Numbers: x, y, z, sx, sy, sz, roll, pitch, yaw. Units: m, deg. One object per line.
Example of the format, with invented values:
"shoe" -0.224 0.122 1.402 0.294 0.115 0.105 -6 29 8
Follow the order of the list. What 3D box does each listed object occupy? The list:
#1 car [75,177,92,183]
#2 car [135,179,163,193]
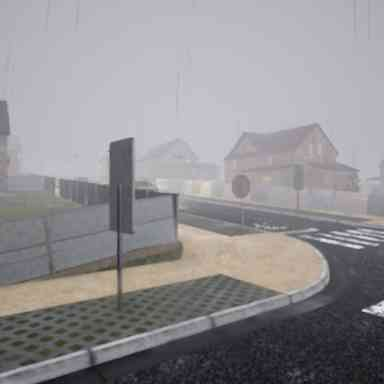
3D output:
"car" -15.329 -1.389 46.838 1.837 1.490 4.892 0 3 -28
"car" -4.151 -0.180 27.505 2.097 1.767 4.553 0 4 -32
